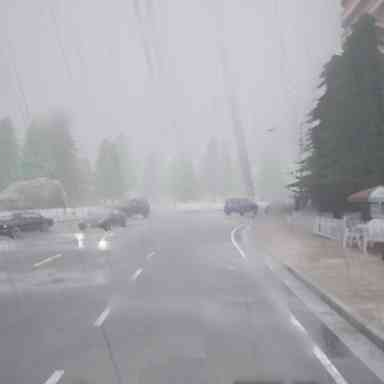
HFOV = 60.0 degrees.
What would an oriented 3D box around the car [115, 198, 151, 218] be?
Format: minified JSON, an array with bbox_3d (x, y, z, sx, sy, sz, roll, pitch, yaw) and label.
[{"bbox_3d":[-6.213,1.623,33.111,2.150,2.045,5.566,0,-1,24],"label":"car"}]

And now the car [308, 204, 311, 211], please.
[{"bbox_3d":[17.674,2.051,44.732,4.902,1.511,2.128,0,-1,-33],"label":"car"}]

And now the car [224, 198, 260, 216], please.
[{"bbox_3d":[5.871,1.704,39.089,2.150,2.045,5.566,-1,-1,38],"label":"car"}]

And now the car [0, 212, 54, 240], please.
[{"bbox_3d":[-9.847,1.825,18.814,1.895,1.301,4.718,0,-1,5],"label":"car"}]

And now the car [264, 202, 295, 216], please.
[{"bbox_3d":[10.188,1.985,38.699,1.837,1.490,4.892,-1,-1,42],"label":"car"}]

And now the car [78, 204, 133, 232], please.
[{"bbox_3d":[-5.903,1.799,22.629,1.812,1.442,4.674,0,-1,10],"label":"car"}]

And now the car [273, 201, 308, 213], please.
[{"bbox_3d":[13.728,2.067,46.307,4.902,1.511,2.128,1,-1,-36],"label":"car"}]
